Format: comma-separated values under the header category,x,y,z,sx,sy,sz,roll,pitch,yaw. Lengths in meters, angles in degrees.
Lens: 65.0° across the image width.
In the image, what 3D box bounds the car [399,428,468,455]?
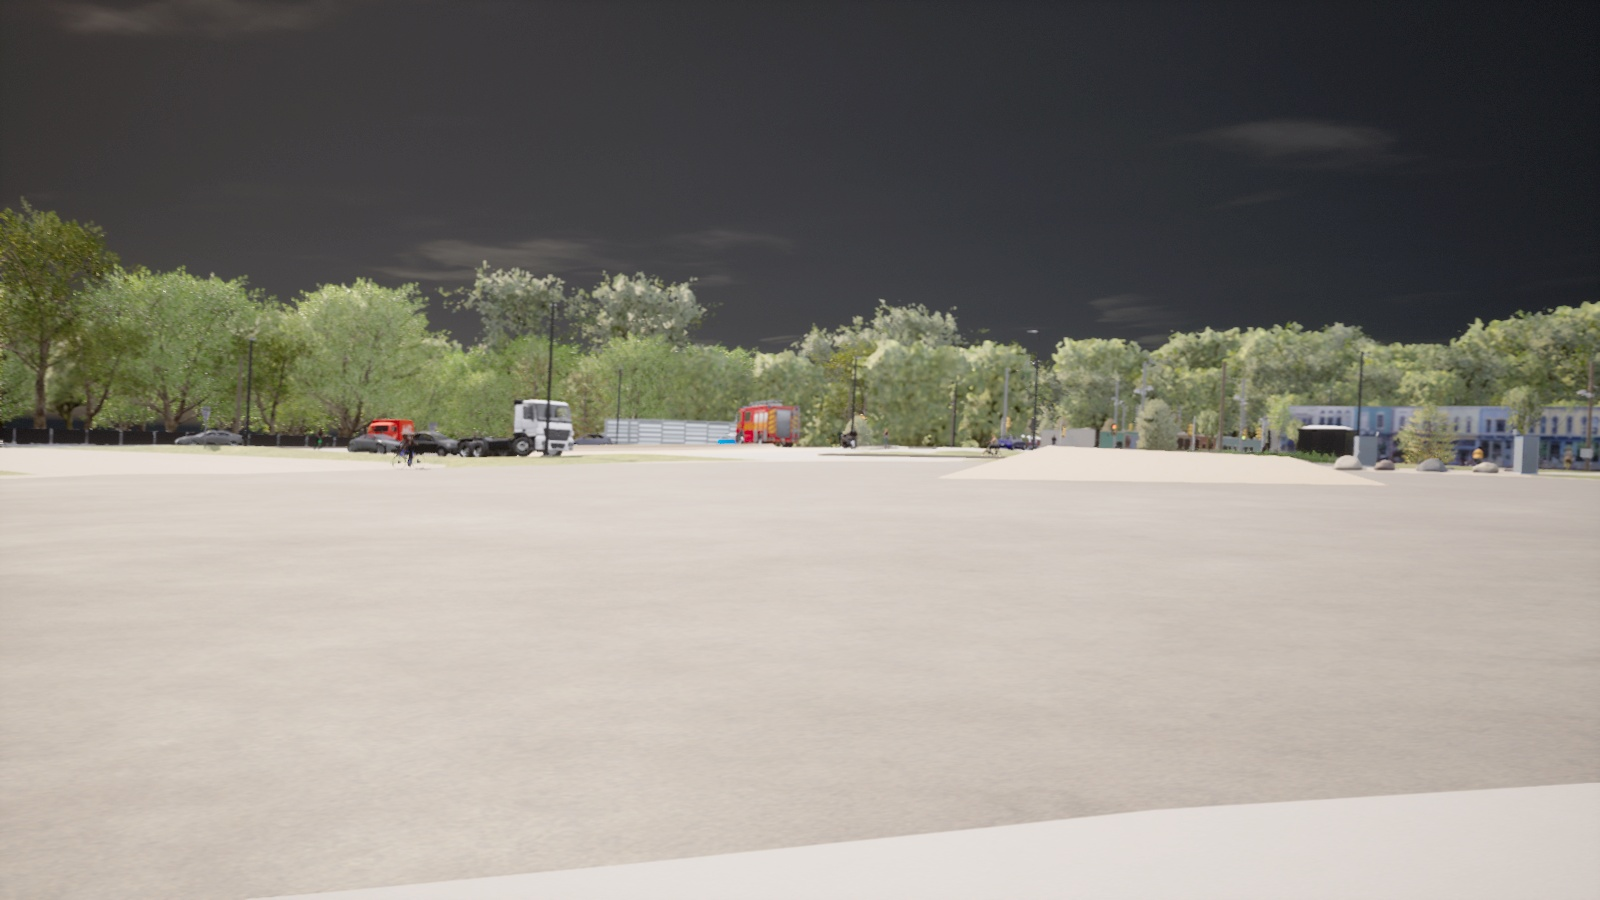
category,x,y,z,sx,sy,sz,roll,pitch,yaw
car,-24.248,-0.586,83.185,3.988,1.617,1.851,2,5,18

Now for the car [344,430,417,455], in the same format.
category,x,y,z,sx,sy,sz,roll,pitch,yaw
car,-26.695,-0.483,79.877,4.181,1.385,1.994,3,0,29

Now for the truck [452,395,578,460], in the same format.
category,x,y,z,sx,sy,sz,roll,pitch,yaw
truck,-17.318,-1.274,76.095,7.936,3.462,2.891,-2,-4,36

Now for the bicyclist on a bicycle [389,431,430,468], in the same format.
category,x,y,z,sx,sy,sz,roll,pitch,yaw
bicyclist on a bicycle,-17.555,-0.025,56.439,0.582,1.620,1.656,1,2,43
